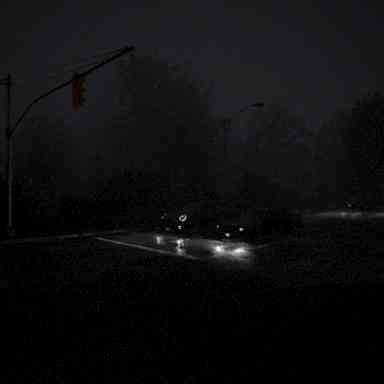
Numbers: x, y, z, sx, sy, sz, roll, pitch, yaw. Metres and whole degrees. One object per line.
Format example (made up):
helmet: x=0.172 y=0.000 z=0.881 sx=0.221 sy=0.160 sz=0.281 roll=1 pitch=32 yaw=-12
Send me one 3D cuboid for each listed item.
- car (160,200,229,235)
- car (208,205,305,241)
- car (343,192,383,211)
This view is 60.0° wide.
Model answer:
car: x=0.435 y=1.267 z=18.298 sx=4.553 sy=1.767 sz=2.097 roll=-1 pitch=1 yaw=-41
car: x=3.523 y=1.452 z=16.444 sx=5.357 sy=1.411 sz=2.033 roll=-1 pitch=1 yaw=-42
car: x=15.603 y=0.781 z=29.997 sx=4.902 sy=1.511 sz=2.128 roll=-4 pitch=2 yaw=-33
